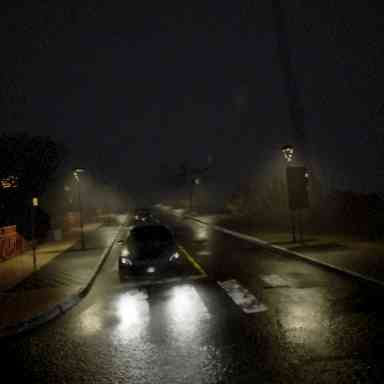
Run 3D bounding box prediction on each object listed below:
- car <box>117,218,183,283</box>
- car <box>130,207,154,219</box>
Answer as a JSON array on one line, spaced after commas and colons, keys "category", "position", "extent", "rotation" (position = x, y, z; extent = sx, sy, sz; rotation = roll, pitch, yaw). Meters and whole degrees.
[{"category": "car", "position": [-1.430, 1.846, 11.197], "extent": [1.812, 1.442, 4.674], "rotation": [-4, 0, -8]}, {"category": "car", "position": [-4.688, 2.211, 31.532], "extent": [1.837, 1.490, 4.892], "rotation": [-4, 0, -9]}]
